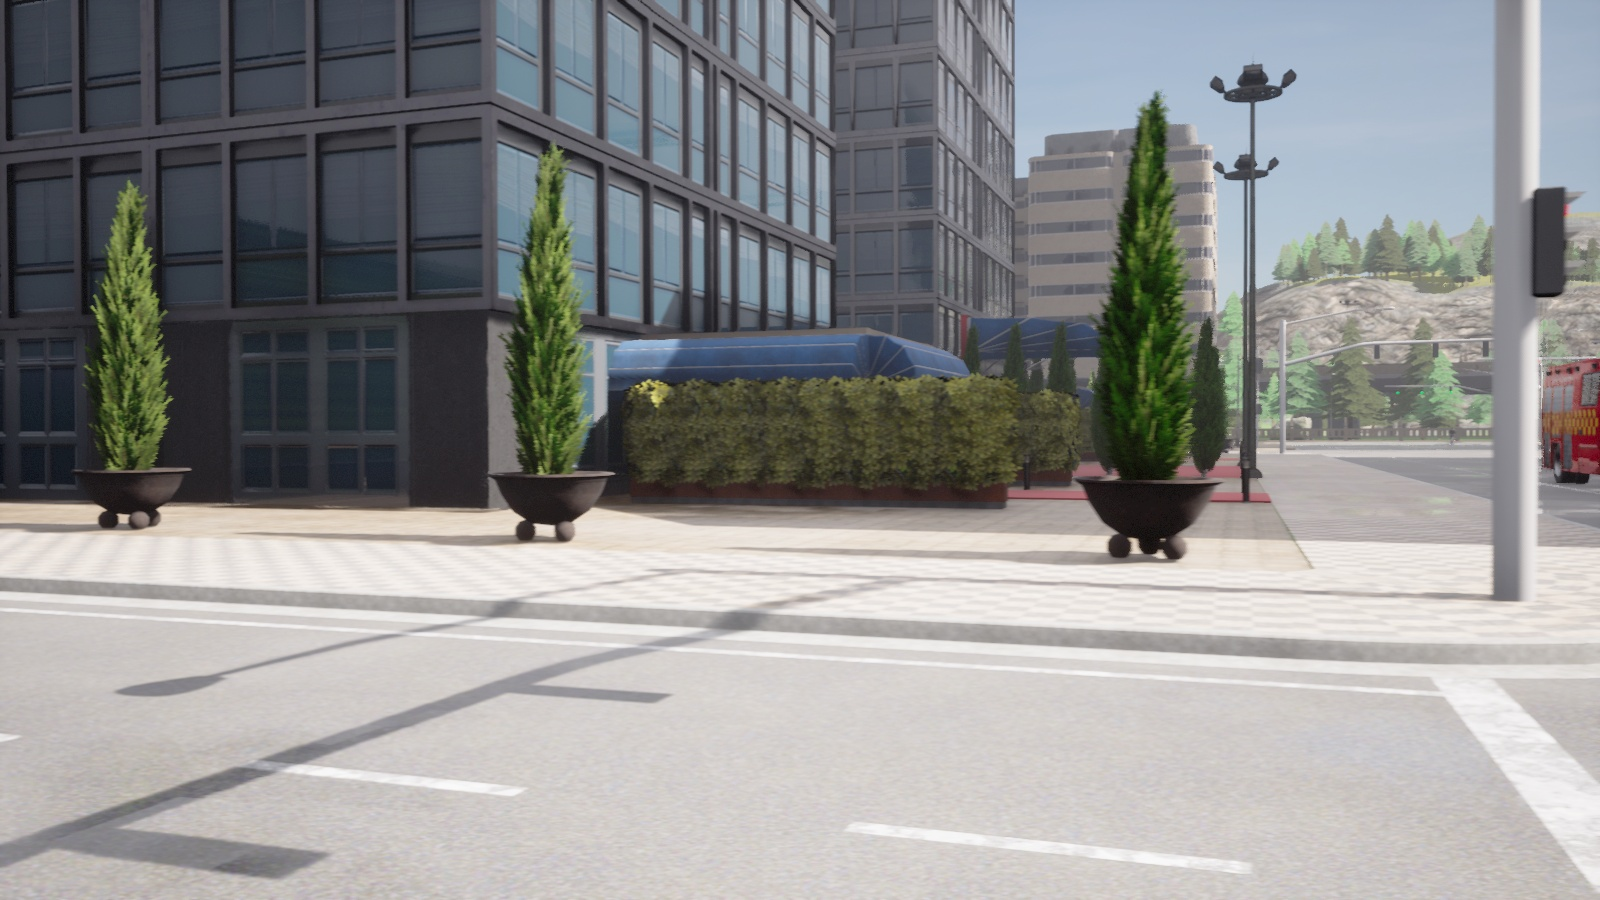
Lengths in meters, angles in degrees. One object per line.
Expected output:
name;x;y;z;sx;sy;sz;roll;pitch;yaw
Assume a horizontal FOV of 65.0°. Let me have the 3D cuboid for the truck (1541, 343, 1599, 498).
truck;21.761;-0.742;32.377;2.891;3.827;8.468;1;1;19
